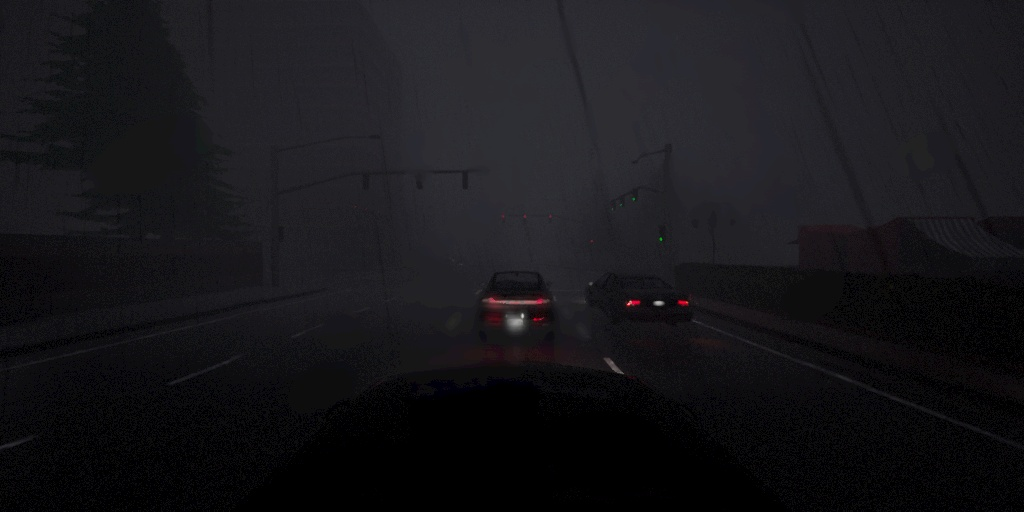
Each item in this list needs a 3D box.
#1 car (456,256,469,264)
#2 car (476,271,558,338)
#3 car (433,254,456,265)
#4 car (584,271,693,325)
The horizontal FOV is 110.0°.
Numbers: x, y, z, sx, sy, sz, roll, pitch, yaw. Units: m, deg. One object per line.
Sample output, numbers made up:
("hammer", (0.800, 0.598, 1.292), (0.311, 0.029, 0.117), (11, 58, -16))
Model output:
("car", (-8.972, 0.643, 61.814), (1.994, 1.385, 4.181), (0, 1, -30))
("car", (0.134, 1.150, 9.869), (2.128, 1.511, 4.902), (0, 1, 1))
("car", (-11.326, 0.464, 58.861), (2.097, 1.767, 4.553), (0, 1, -29))
("car", (3.657, 1.189, 11.341), (2.033, 1.411, 5.357), (0, 1, 1))
